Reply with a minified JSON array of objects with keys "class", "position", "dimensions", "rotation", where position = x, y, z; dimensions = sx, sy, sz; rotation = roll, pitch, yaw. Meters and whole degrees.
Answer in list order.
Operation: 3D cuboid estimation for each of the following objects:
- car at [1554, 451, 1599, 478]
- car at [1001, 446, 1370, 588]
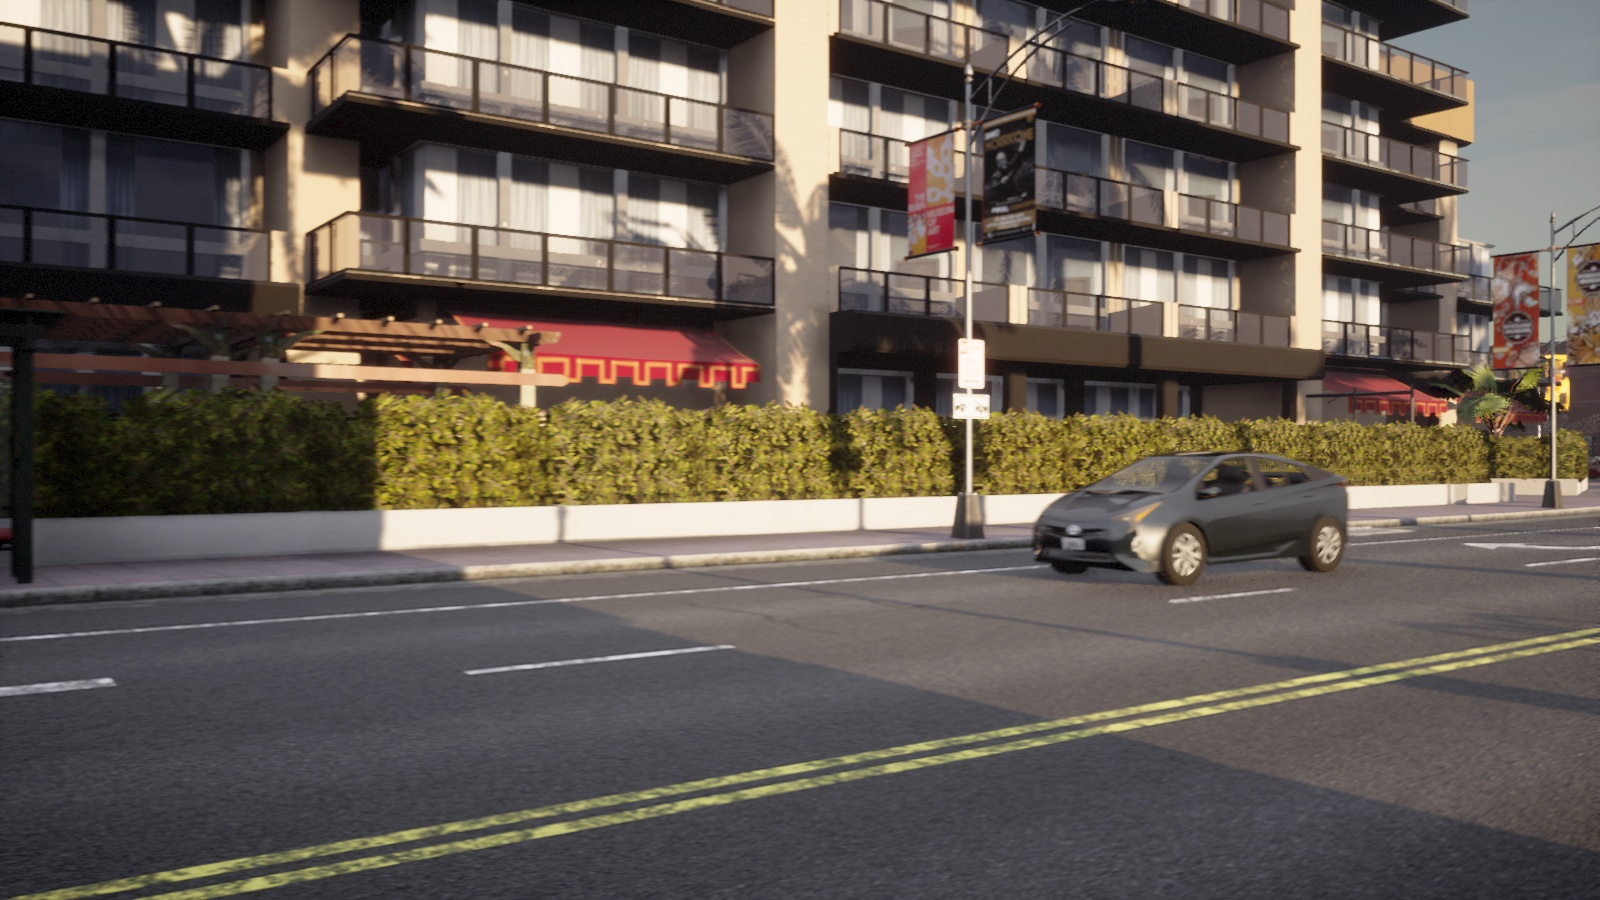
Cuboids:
[{"class":"car","position":[46.198,0.824,72.368],"dimensions":[2.163,1.488,4.792],"rotation":[0,0,-8]},{"class":"car","position":[4.839,0.719,15.556],"dimensions":[4.514,1.525,2.007],"rotation":[0,0,-35]}]
